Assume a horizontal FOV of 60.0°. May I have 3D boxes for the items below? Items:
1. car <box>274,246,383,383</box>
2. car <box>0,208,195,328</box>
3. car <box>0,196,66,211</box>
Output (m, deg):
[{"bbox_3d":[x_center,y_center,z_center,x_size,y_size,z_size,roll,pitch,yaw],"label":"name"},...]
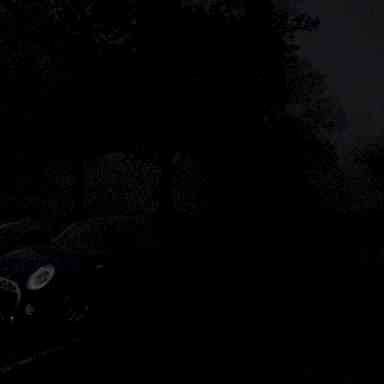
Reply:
[{"bbox_3d":[2.597,1.509,3.872,2.163,1.488,4.792,0,0,36],"label":"car"},{"bbox_3d":[-1.899,1.325,7.156,2.185,1.767,4.553,0,0,36],"label":"car"},{"bbox_3d":[-6.466,1.168,10.343,2.435,2.045,5.566,0,0,35],"label":"car"}]
